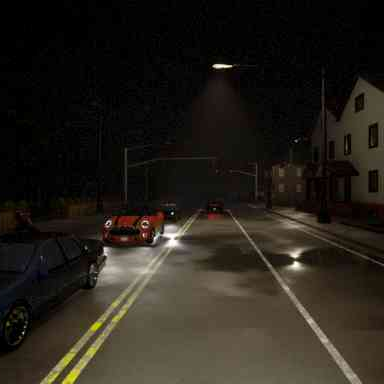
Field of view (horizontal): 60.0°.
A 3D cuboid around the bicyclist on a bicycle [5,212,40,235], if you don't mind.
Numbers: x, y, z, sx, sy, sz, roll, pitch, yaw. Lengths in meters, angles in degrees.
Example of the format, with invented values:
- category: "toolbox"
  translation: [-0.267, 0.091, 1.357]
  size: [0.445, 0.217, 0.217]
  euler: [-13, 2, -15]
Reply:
- category: "bicyclist on a bicycle"
  translation: [-5.303, 1.455, 10.506]
  size: [1.656, 1.620, 0.582]
  euler: [-2, 0, 4]

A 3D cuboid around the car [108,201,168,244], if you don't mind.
- category: "car"
  translation: [-2.624, 1.352, 15.889]
  size: [2.097, 1.767, 4.553]
  euler: [0, 0, 4]

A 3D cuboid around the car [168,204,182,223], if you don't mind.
- category: "car"
  translation: [-1.946, 1.601, 25.727]
  size: [1.895, 1.301, 4.718]
  euler: [0, 0, 4]

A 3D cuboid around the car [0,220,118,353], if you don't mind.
- category: "car"
  translation: [-3.266, 1.547, 6.456]
  size: [2.033, 1.411, 5.357]
  euler: [0, 0, 4]

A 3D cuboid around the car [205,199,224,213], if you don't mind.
- category: "car"
  translation: [2.479, 1.505, 36.442]
  size: [1.837, 1.490, 4.892]
  euler: [0, 0, 4]
